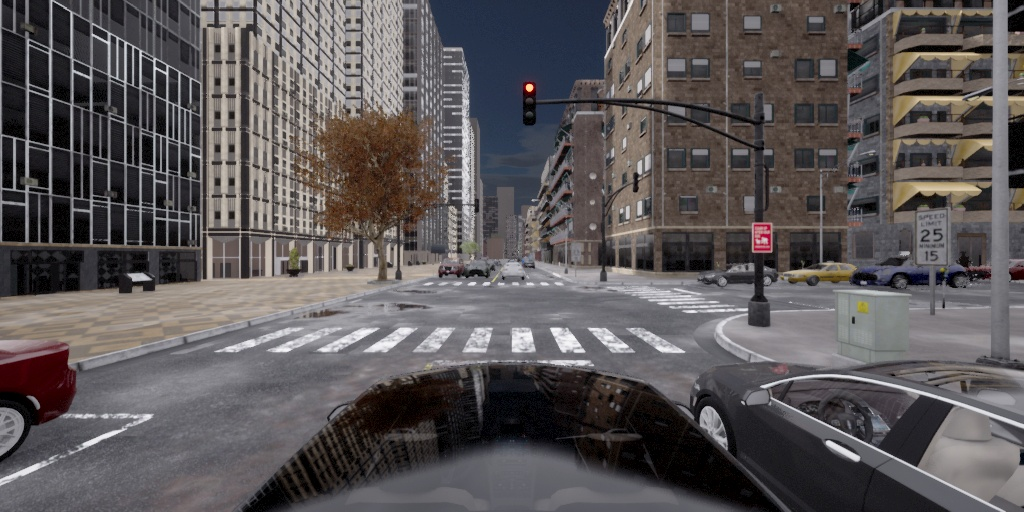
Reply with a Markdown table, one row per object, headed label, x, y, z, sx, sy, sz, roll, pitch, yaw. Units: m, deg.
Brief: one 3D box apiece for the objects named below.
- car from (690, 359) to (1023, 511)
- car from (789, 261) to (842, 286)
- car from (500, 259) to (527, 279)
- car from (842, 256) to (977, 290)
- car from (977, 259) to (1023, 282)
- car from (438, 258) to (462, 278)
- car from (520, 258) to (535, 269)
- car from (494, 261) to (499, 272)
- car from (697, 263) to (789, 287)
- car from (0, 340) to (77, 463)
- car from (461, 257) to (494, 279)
| label | x | y | z | sx | sy | sz | roll | pitch | yaw |
| --- | --- | --- | --- | --- | --- | --- | --- | --- | --- |
| car | 2.688 | 1.300 | 2.031 | 2.007 | 1.370 | 4.403 | 0 | 0 | 0 |
| car | 18.830 | 0.992 | 21.503 | 4.829 | 1.417 | 1.751 | 0 | 0 | -1 |
| car | 0.098 | 1.287 | 32.091 | 1.812 | 1.442 | 4.674 | 0 | 0 | 0 |
| car | 20.793 | 0.795 | 18.932 | 4.553 | 1.767 | 2.097 | -1 | 0 | -1 |
| car | 30.135 | 0.858 | 21.618 | 4.507 | 1.381 | 1.888 | 0 | 0 | -1 |
| car | -5.695 | 1.078 | 34.418 | 2.192 | 1.841 | 5.009 | 0 | 0 | 0 |
| car | 2.685 | 1.348 | 56.509 | 1.948 | 1.339 | 4.313 | 0 | 0 | 0 |
| car | -3.098 | 1.279 | 47.927 | 1.837 | 1.490 | 4.892 | 0 | 0 | 0 |
| car | 13.433 | 1.095 | 21.448 | 4.403 | 1.370 | 2.007 | 0 | 0 | -1 |
| car | -5.692 | 1.295 | 2.030 | 1.888 | 1.381 | 4.507 | 0 | 0 | 0 |
| car | -3.102 | 1.113 | 33.069 | 2.097 | 1.767 | 4.553 | 0 | 0 | 0 |
